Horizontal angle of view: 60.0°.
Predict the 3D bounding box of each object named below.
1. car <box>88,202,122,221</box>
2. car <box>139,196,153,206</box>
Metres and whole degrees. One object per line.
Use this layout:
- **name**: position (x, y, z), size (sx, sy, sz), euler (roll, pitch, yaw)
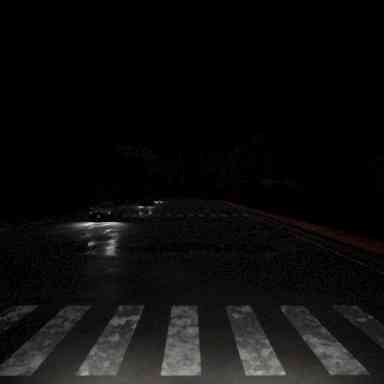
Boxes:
- **car**: position (-6.874, 1.519, 26.797), size (1.812, 1.442, 4.674), euler (0, 0, 0)
- **car**: position (-7.312, 1.496, 53.395), size (1.837, 1.490, 4.892), euler (0, 0, -1)
